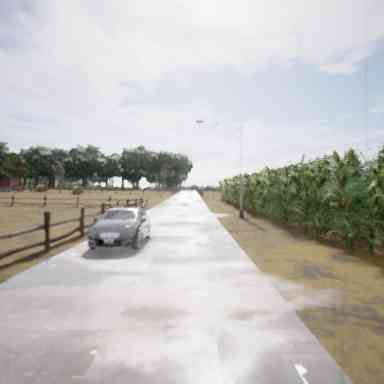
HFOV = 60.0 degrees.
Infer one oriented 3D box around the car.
[{"bbox_3d":[-2.834,1.391,13.823,2.128,1.511,4.902,0,0,0],"label":"car"}]
